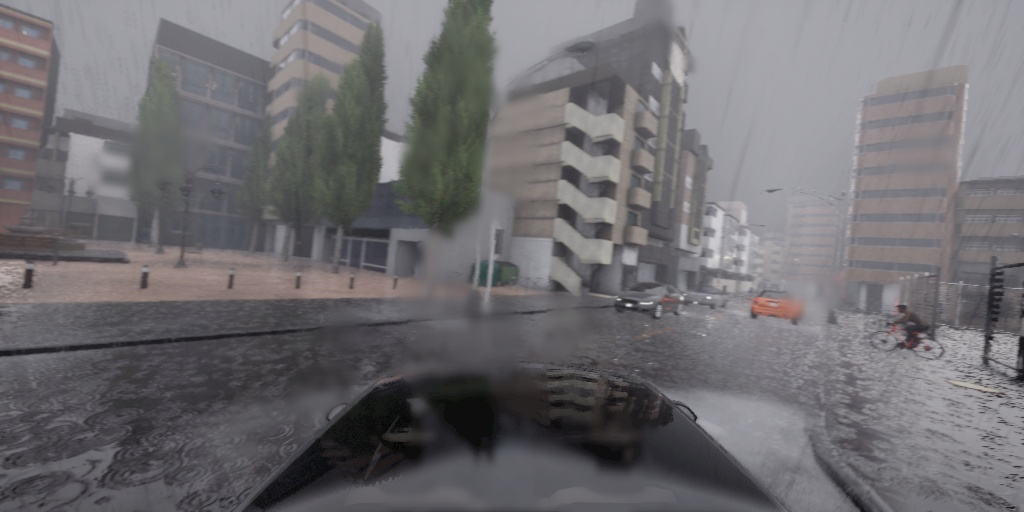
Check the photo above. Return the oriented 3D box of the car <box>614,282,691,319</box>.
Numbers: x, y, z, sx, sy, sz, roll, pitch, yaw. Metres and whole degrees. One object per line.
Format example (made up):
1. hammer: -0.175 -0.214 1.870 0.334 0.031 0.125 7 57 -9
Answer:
1. car: 6.582 2.008 17.004 1.837 1.490 4.892 5 -1 42

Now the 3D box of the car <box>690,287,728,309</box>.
1. car: 13.242 2.813 24.546 1.895 1.301 4.718 5 -1 42

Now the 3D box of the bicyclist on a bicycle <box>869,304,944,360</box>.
1. bicyclist on a bicycle: 12.737 2.411 11.576 1.656 1.620 0.582 7 -1 41

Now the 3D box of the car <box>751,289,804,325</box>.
1. car: 15.190 2.726 20.430 2.097 1.767 4.553 5 0 42
